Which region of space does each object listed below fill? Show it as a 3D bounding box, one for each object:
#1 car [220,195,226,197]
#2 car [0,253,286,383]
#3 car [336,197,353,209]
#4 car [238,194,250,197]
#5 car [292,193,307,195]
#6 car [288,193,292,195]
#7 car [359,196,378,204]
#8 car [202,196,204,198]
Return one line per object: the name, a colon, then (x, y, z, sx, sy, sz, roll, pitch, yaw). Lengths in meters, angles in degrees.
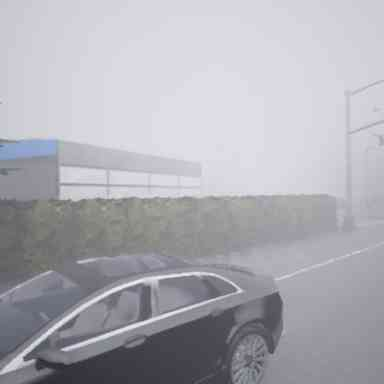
car: (8.904, 1.476, 88.305, 3.806, 1.475, 1.970, 0, 0, -43)
car: (-1.005, 1.516, 3.546, 4.902, 1.511, 2.128, 0, 0, -39)
car: (18.237, 1.335, 41.217, 4.514, 1.523, 2.007, 0, 0, -43)
car: (13.533, 1.342, 83.849, 5.027, 1.636, 2.152, 0, 0, -43)
car: (24.581, 1.151, 72.688, 4.605, 1.855, 1.932, 0, 0, -43)
car: (22.291, 1.157, 74.524, 3.866, 1.878, 1.905, 0, 0, -43)
car: (29.757, 1.335, 56.140, 3.806, 1.475, 1.970, 0, 0, -43)
car: (1.259, 1.599, 86.148, 4.514, 1.523, 2.007, 0, 0, -43)
